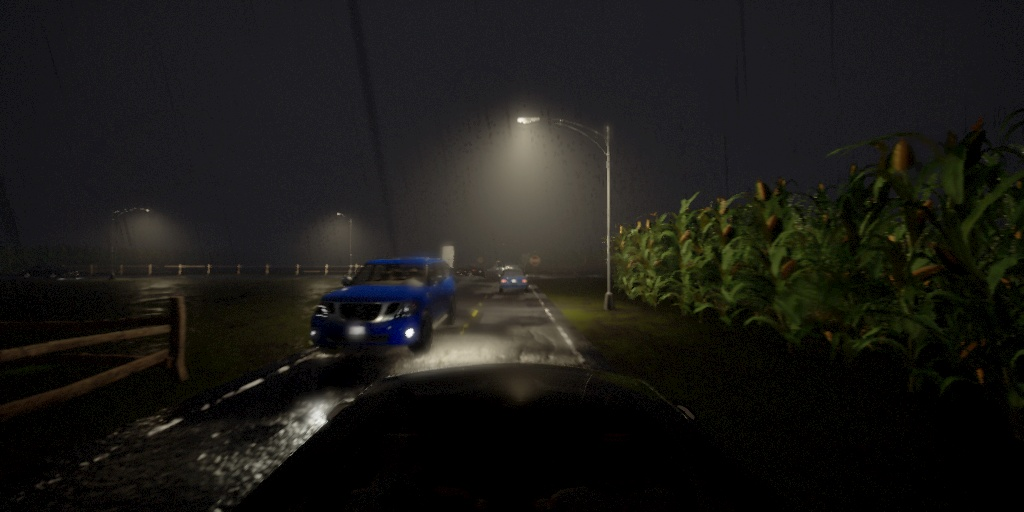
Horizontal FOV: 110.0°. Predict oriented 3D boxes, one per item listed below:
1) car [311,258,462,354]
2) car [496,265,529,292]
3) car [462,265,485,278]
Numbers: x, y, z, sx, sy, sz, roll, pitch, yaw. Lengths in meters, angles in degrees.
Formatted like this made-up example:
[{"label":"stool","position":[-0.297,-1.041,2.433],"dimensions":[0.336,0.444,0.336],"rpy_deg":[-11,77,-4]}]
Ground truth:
[{"label":"car","position":[-2.849,1.053,9.367],"dimensions":[2.150,2.045,5.566],"rpy_deg":[0,-1,0]},{"label":"car","position":[0.095,1.524,23.309],"dimensions":[2.033,1.411,5.357],"rpy_deg":[0,-1,0]},{"label":"car","position":[-5.077,1.723,41.146],"dimensions":[4.181,1.385,1.994],"rpy_deg":[-1,-1,41]}]
